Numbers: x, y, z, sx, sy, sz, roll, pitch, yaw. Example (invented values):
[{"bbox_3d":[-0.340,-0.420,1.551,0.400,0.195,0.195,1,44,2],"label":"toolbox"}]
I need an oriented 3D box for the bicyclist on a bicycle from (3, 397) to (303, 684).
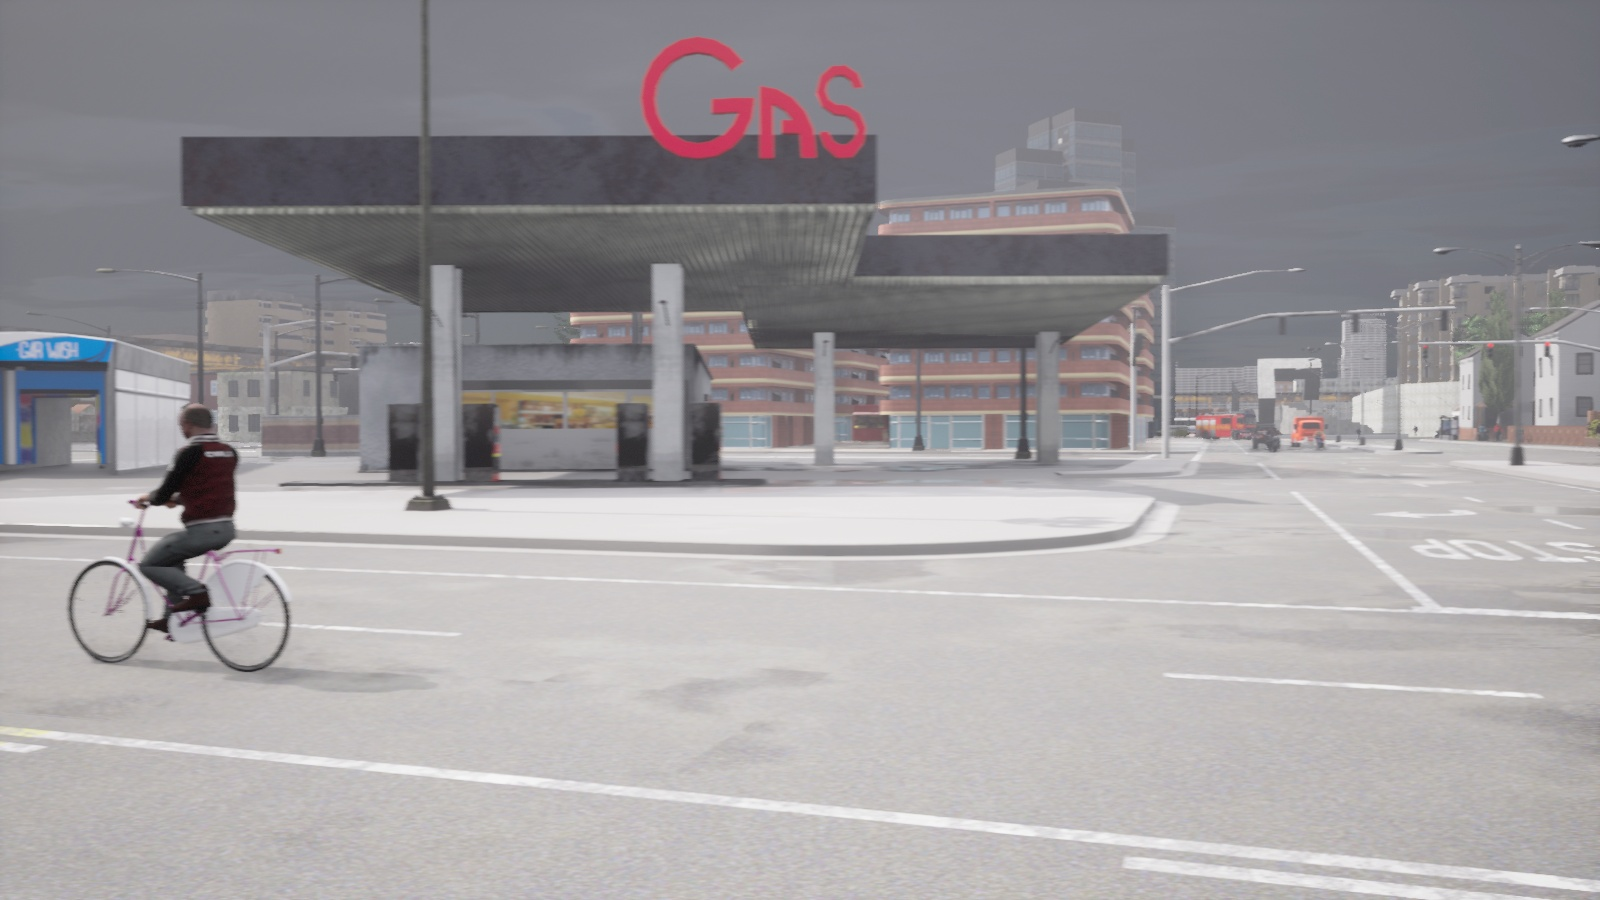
[{"bbox_3d":[-4.309,0.546,8.369,1.843,1.776,0.659,1,1,18],"label":"bicyclist on a bicycle"}]
